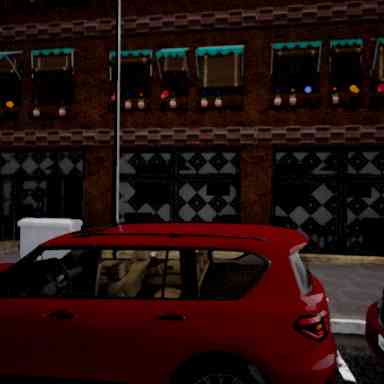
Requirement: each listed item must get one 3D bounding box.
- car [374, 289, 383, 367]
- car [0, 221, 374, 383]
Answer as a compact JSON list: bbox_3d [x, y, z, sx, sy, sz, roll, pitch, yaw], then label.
[{"bbox_3d":[4.542,1.318,3.192,5.009,1.841,2.192,0,1,8],"label":"car"},{"bbox_3d":[-0.948,1.314,3.995,5.009,1.841,2.192,0,1,8],"label":"car"}]
